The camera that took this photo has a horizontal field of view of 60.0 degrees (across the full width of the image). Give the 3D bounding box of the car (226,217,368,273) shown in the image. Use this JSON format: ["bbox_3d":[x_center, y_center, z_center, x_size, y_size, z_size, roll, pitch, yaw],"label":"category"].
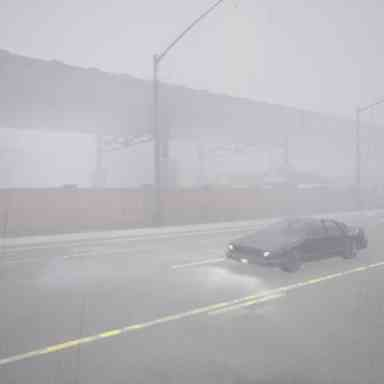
[{"bbox_3d":[3.641,1.545,10.883,5.357,1.411,2.033,0,0,-35],"label":"car"}]
